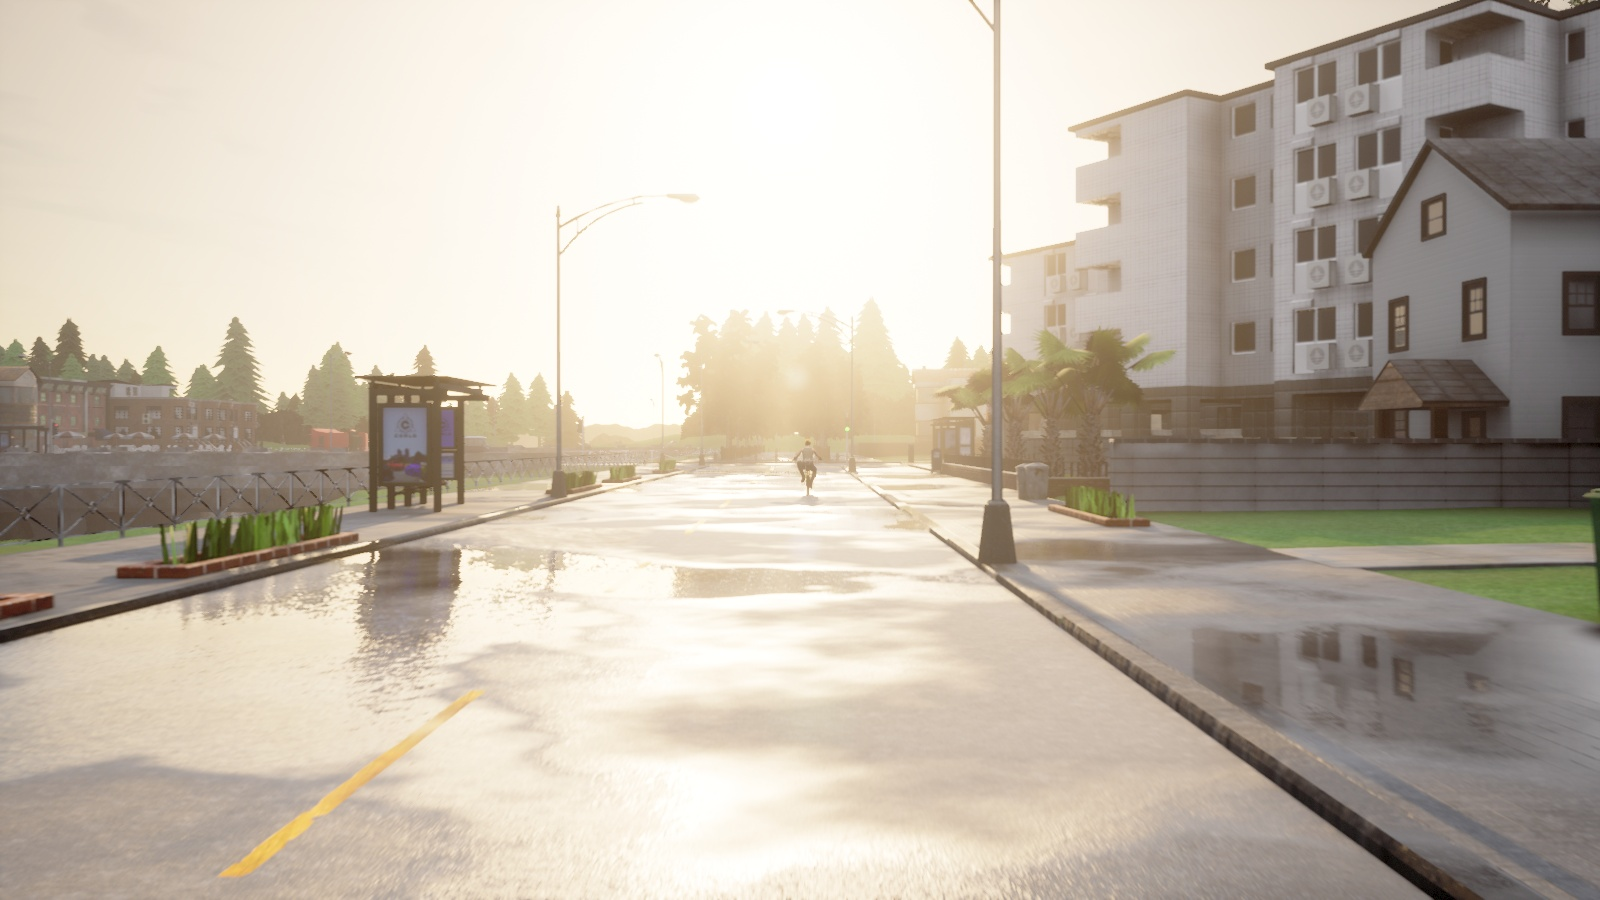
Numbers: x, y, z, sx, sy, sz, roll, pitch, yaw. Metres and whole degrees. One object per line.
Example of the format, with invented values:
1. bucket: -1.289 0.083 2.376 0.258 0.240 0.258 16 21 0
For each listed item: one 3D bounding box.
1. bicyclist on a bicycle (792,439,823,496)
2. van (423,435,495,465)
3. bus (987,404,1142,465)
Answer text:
1. bicyclist on a bicycle: 0.221 0.481 35.852 0.866 1.612 1.509 0 0 0
2. van: -23.399 -0.005 86.155 4.442 1.987 1.775 0 0 0
3. bus: 18.753 -1.120 89.698 10.273 4.253 3.944 0 0 0
